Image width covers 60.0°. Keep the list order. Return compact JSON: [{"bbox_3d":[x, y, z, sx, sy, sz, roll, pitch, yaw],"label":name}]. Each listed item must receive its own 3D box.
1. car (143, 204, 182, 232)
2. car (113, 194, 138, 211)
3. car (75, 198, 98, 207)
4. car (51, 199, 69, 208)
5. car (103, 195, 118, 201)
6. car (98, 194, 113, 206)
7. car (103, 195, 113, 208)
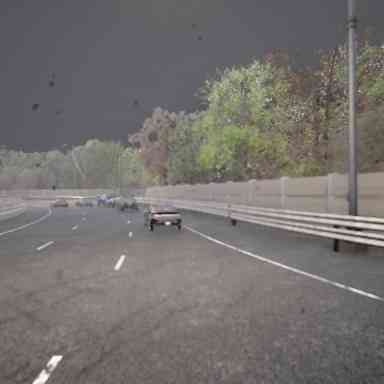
[{"bbox_3d":[-1.868,1.496,20.417,2.128,1.511,4.902,0,0,-13],"label":"car"},{"bbox_3d":[-8.057,1.390,40.877,2.097,1.767,4.553,0,0,-21],"label":"car"},{"bbox_3d":[-16.826,1.636,51.863,2.033,1.411,5.357,0,0,-30],"label":"car"},{"bbox_3d":[-20.019,1.673,50.393,1.994,1.385,4.181,0,0,-30],"label":"car"},{"bbox_3d":[-22.378,1.635,91.549,2.128,1.511,4.902,0,0,12],"label":"car"},{"bbox_3d":[-13.472,1.287,53.138,2.150,2.045,5.566,0,0,-30],"label":"car"},{"bbox_3d":[-10.959,1.530,48.078,1.882,1.535,5.008,0,0,-26],"label":"car"}]
